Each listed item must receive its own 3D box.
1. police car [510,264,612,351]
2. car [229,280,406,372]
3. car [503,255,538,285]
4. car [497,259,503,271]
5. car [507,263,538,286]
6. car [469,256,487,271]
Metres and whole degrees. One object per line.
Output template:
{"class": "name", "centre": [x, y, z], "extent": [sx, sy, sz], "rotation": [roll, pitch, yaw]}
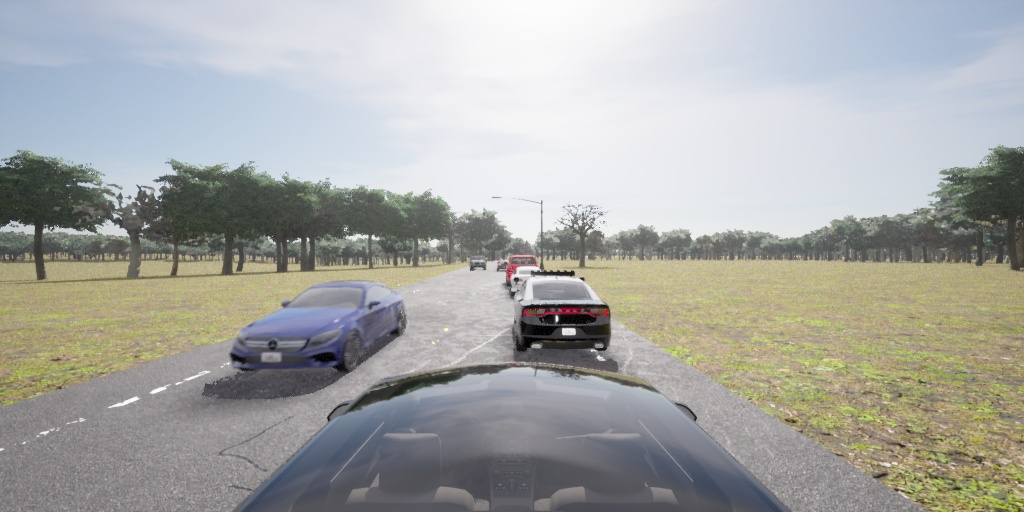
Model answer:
{"class": "police car", "centre": [1.009, 1.174, 9.115], "extent": [1.930, 1.638, 5.238], "rotation": [0, 0, -1]}
{"class": "car", "centre": [-3.662, 1.275, 7.762], "extent": [1.812, 1.442, 4.674], "rotation": [0, 0, 0]}
{"class": "car", "centre": [0.666, 0.974, 25.087], "extent": [2.150, 2.045, 5.566], "rotation": [0, 0, -2]}
{"class": "car", "centre": [-1.074, 1.290, 49.196], "extent": [1.812, 1.442, 4.674], "rotation": [0, 0, -1]}
{"class": "car", "centre": [0.836, 1.275, 19.041], "extent": [1.812, 1.442, 4.674], "rotation": [0, 0, -1]}
{"class": "car", "centre": [-4.768, 0.989, 50.730], "extent": [2.150, 2.045, 5.566], "rotation": [0, 0, -2]}
